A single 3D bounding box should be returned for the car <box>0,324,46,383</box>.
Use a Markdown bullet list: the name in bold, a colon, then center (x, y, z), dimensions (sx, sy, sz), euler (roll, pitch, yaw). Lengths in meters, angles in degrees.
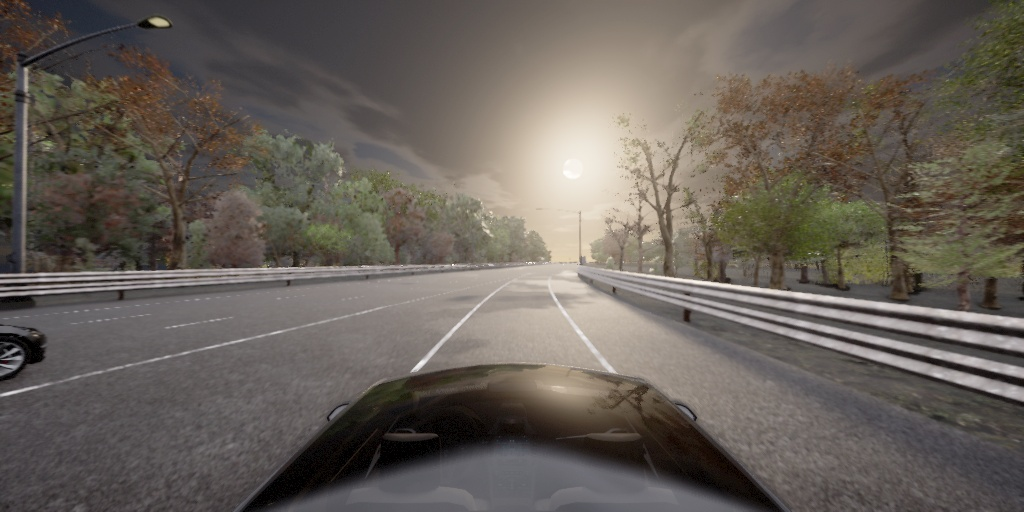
- **car**: center (-9.225, 1.228, 4.184), dimensions (2.163, 1.488, 4.792), euler (0, -1, 11)
